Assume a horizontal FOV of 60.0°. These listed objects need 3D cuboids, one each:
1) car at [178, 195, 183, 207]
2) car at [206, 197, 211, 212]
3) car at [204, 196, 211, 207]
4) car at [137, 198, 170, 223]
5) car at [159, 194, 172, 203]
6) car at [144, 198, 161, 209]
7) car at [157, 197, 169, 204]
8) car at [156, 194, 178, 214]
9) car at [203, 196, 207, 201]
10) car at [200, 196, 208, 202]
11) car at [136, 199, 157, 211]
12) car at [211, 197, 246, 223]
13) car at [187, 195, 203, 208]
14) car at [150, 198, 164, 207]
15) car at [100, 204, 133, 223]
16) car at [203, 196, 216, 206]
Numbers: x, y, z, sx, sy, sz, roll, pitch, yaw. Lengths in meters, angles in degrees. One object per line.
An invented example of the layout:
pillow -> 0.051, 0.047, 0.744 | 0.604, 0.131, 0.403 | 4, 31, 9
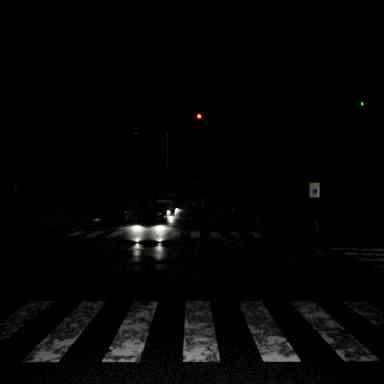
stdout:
car -> -2.875, 1.523, 48.520 | 2.128, 1.511, 4.902 | 0, 0, 1
car -> 2.916, 1.585, 36.151 | 1.947, 1.339, 4.313 | 0, 0, 0
car -> 2.940, 1.576, 41.608 | 2.008, 1.369, 4.403 | 0, 0, 0
car -> -2.992, 1.487, 25.670 | 1.882, 1.535, 5.008 | 0, 0, 0
car -> -5.466, 1.369, 68.923 | 2.192, 1.841, 5.009 | 0, 0, 0
car -> -5.561, 1.612, 47.095 | 1.802, 1.307, 4.206 | 0, 0, 0
car -> -5.490, 1.629, 63.466 | 1.802, 1.307, 4.206 | 0, 0, 0
car -> -2.945, 1.241, 36.095 | 2.150, 2.045, 5.566 | 0, 0, 0
car -> 2.964, 1.581, 47.065 | 2.008, 1.369, 4.403 | 0, 0, 0
car -> 2.682, 1.567, 75.896 | 1.837, 1.490, 4.892 | 0, 0, 0
car -> -5.585, 1.575, 41.638 | 2.008, 1.369, 4.403 | 0, 0, 0
car -> 2.869, 1.324, 25.239 | 2.192, 1.841, 5.009 | 0, 0, 0
car -> 0.310, 1.596, 48.946 | 1.994, 1.385, 4.181 | 0, 0, 0
car -> -5.537, 1.618, 52.552 | 1.802, 1.307, 4.206 | 0, 0, 0
car -> -5.656, 1.574, 25.267 | 1.947, 1.339, 4.313 | 0, 0, 0
car -> 3.012, 1.482, 57.978 | 1.967, 1.590, 4.097 | 0, 0, 0
